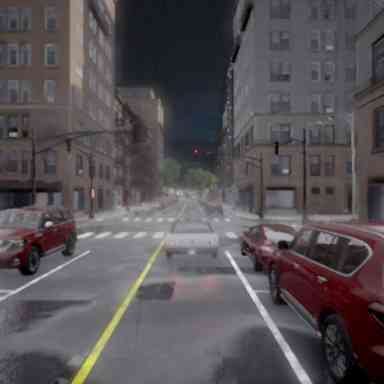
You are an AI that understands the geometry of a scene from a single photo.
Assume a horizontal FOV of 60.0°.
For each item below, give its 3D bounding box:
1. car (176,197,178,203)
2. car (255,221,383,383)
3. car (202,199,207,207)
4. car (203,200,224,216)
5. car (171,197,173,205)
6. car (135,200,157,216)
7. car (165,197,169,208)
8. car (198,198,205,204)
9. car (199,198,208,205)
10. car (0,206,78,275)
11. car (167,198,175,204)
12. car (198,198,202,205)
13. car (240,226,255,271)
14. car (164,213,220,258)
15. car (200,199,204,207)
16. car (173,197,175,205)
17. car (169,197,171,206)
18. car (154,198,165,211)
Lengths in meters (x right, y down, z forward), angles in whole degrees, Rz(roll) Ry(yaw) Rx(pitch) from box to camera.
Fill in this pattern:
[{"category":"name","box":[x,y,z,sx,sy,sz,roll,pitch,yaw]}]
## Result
[{"category":"car","box":[-5.387,2.131,81.857,2.192,1.841,5.009,0,-1,0]},{"category":"car","box":[2.640,1.369,5.316,2.192,1.841,5.009,0,-1,0]},{"category":"car","box":[2.645,1.976,43.481,1.887,1.381,4.507,0,-1,0]},{"category":"car","box":[2.644,1.928,38.000,2.008,1.369,4.403,0,-1,0]},{"category":"car","box":[-5.396,2.091,65.411,1.967,1.590,4.097,0,-1,0]},{"category":"car","box":[-5.409,1.901,37.831,1.752,1.417,4.829,0,-1,0]},{"category":"car","box":[-5.401,1.856,54.449,2.192,1.841,5.009,0,-1,0]},{"category":"car","box":[2.652,2.471,92.817,1.887,1.381,4.507,0,-1,0]},{"category":"car","box":[2.650,2.201,76.373,1.967,1.590,4.097,0,-1,0]},{"category":"car","box":[-5.398,1.425,10.997,2.192,1.841,5.009,0,-1,0]},{"category":"car","box":[-5.385,2.394,87.167,1.752,1.417,4.829,0,-1,0]},{"category":"car","box":[2.648,2.201,65.408,2.008,1.369,4.403,0,-1,0]},{"category":"car","box":[2.640,1.692,10.993,1.802,1.307,4.206,0,-1,0]},{"category":"car","box":[-0.020,1.734,13.261,1.895,1.301,4.718,0,-1,-1]},{"category":"car","box":[2.645,2.037,48.963,2.008,1.369,4.403,0,-1,0]},{"category":"car","box":[-5.393,2.257,70.891,2.008,1.369,4.403,0,-1,0]},{"category":"car","box":[-5.398,2.036,59.929,1.967,1.590,4.097,0,-1,0]},{"category":"car","box":[-5.404,2.010,48.794,1.752,1.417,4.829,0,-1,0]}]
